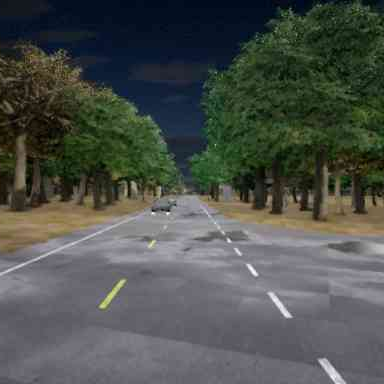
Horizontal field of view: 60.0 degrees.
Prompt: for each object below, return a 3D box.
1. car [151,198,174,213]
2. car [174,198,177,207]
[{"bbox_3d":[-3.606,1.517,39.764,2.097,1.767,4.553,0,0,0],"label":"car"},{"bbox_3d":[-3.565,1.799,57.295,1.812,1.442,4.674,0,0,0],"label":"car"}]
